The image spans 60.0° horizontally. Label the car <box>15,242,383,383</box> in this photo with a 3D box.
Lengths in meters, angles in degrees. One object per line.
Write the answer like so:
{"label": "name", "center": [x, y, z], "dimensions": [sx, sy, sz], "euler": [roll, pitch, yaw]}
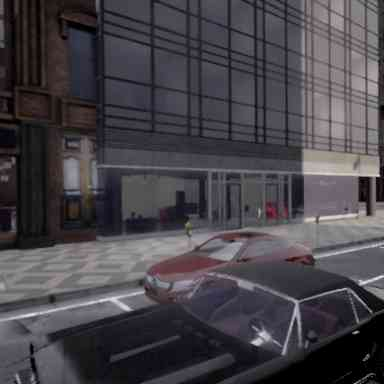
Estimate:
{"label": "car", "center": [0.702, 1.588, 3.761], "dimensions": [4.718, 1.301, 1.895], "euler": [0, 0, -36]}

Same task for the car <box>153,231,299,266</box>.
{"label": "car", "center": [1.005, 1.558, 7.264], "dimensions": [4.206, 1.307, 1.802], "euler": [0, 0, -36]}
